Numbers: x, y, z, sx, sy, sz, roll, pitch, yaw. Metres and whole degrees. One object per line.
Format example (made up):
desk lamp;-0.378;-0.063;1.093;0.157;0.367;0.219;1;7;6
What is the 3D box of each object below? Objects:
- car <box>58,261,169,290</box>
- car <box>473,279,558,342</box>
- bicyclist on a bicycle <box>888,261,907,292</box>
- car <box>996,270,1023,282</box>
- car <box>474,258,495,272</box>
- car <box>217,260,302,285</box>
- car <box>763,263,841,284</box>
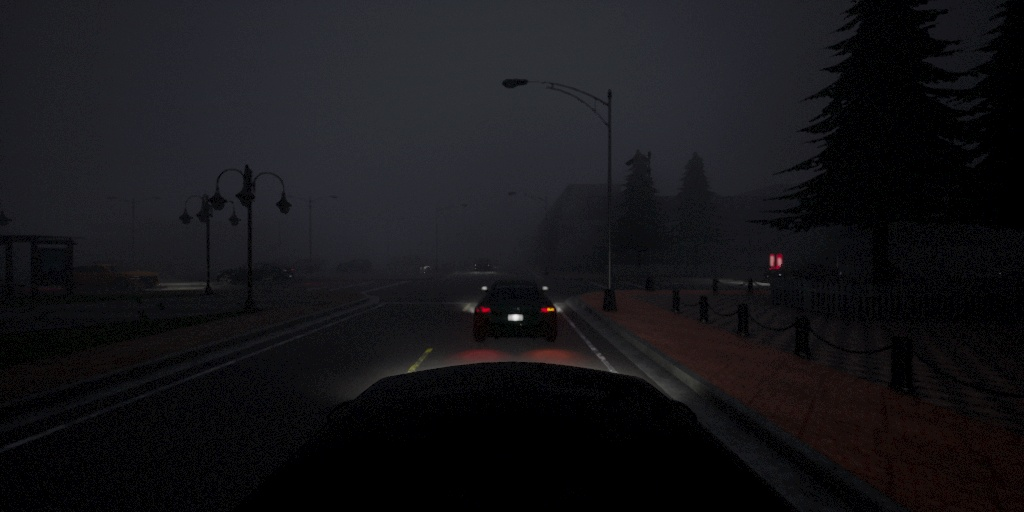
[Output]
car;-24.483;1.216;21.845;5.008;1.535;1.882;0;0;-1
car;0.079;1.303;9.784;1.994;1.385;4.181;0;0;0
bicyclist on a bicycle;19.478;1.043;18.492;0.582;1.620;1.656;0;0;-1
car;38.575;1.364;26.063;4.718;1.301;1.895;0;0;-1
car;-3.582;1.044;45.381;2.097;1.767;4.553;0;0;0
car;-18.260;1.225;25.631;4.902;1.511;2.128;0;0;-1
car;20.944;1.237;25.984;4.892;1.490;1.837;0;0;0
